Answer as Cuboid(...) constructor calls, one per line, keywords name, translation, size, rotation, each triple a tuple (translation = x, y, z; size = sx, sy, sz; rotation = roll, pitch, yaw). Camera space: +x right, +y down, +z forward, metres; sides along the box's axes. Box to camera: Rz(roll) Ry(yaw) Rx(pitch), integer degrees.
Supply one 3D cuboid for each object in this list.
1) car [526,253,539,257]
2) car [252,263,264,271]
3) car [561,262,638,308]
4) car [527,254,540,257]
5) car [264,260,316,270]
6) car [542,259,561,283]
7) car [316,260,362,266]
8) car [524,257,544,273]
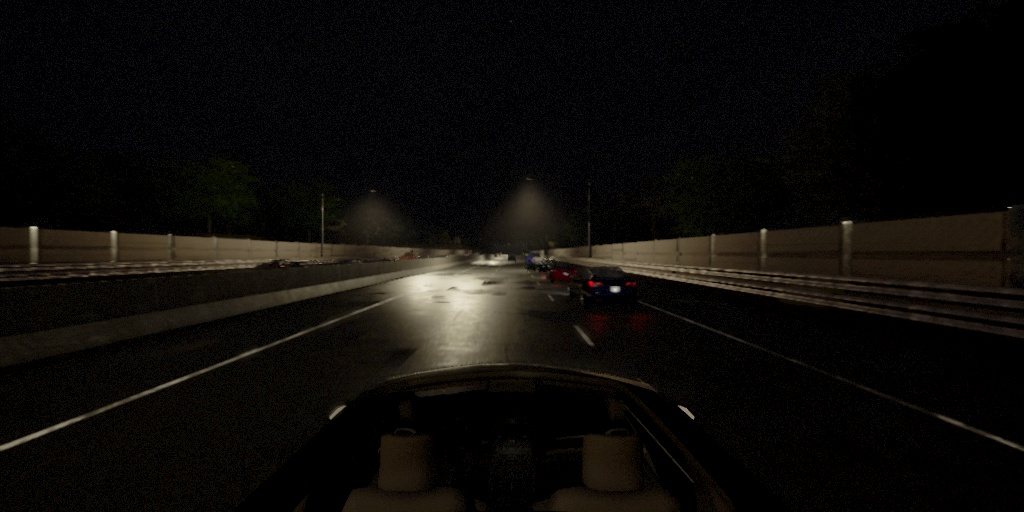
Cuboid(name="car", translation=(3.478, 0.492, 58.490), size=(2.150, 2.045, 5.566), rotation=(0, 0, 0))
Cuboid(name="car", translation=(-21.079, 1.048, 32.086), size=(1.994, 1.385, 4.181), rotation=(0, 0, 0))
Cuboid(name="car", translation=(3.495, 1.140, 14.485), size=(2.163, 1.488, 4.792), rotation=(0, 1, 0))
Cuboid(name="car", translation=(3.483, 0.859, 47.490), size=(2.163, 1.488, 4.792), rotation=(0, 0, 0))
Cuboid(name="car", translation=(-17.593, 1.107, 29.463), size=(1.895, 1.301, 4.718), rotation=(0, 0, 0))
Cuboid(name="car", translation=(3.491, 1.104, 25.458), size=(1.994, 1.385, 4.181), rotation=(0, 0, 0))
Cuboid(name="car", translation=(-14.090, 1.042, 30.752), size=(2.033, 1.411, 5.357), rotation=(0, 0, 0))
Cuboid(name="car", translation=(3.008, 1.039, 37.358), size=(1.895, 1.301, 4.718), rotation=(0, 1, -16))
